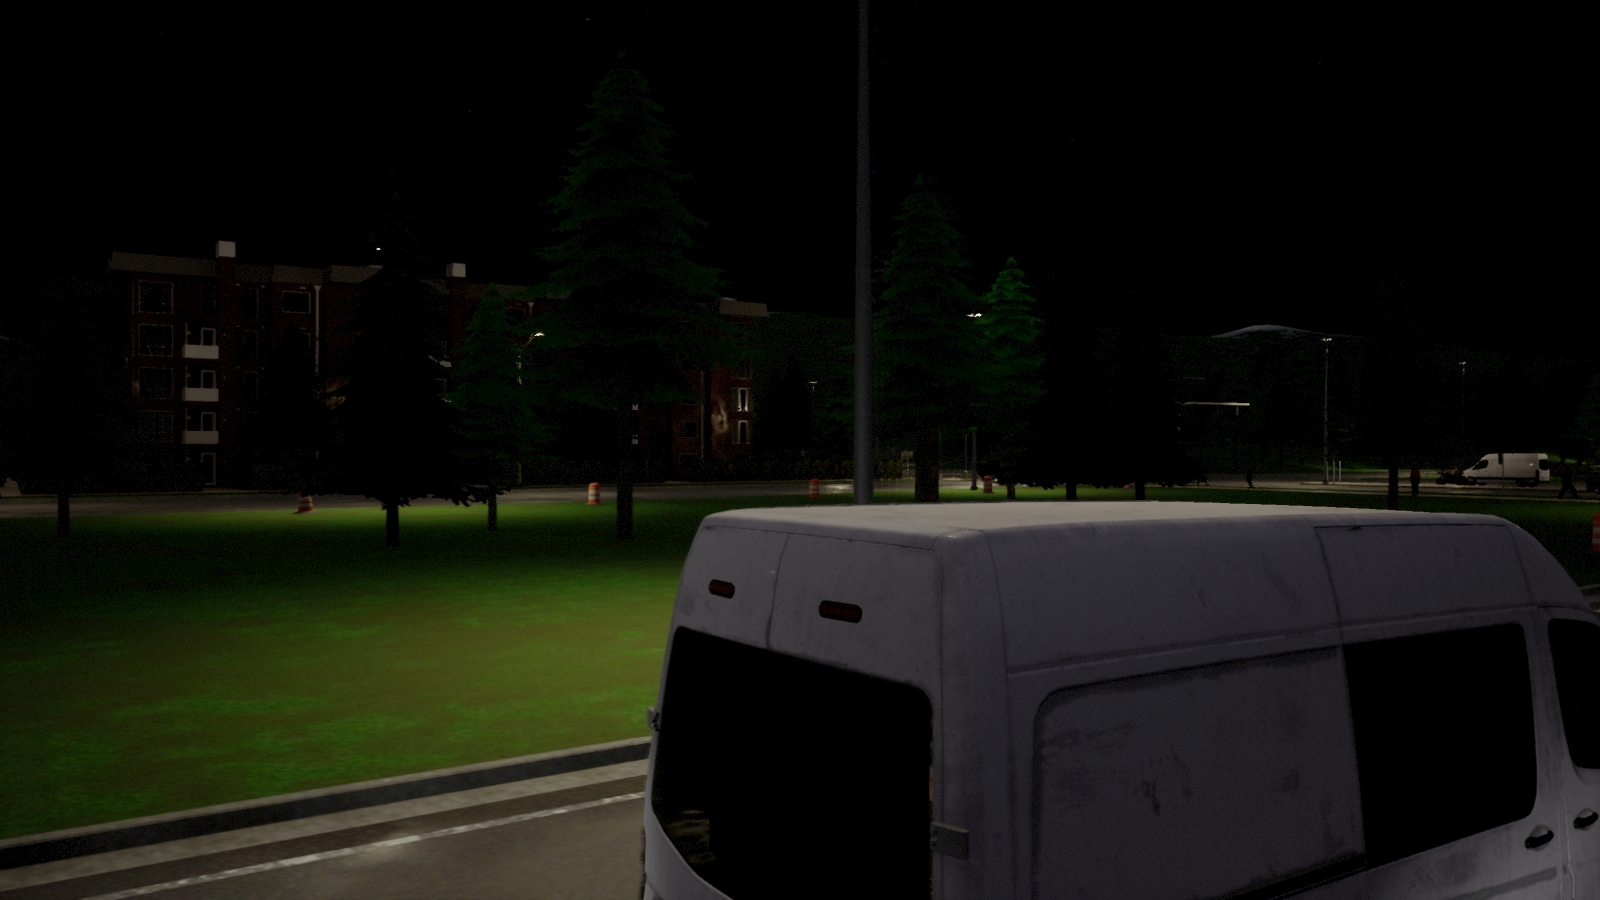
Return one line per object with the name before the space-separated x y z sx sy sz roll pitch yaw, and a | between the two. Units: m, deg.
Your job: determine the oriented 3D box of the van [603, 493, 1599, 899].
van | 2.226 1.531 5.348 5.915 2.561 1.988 1 -1 -35
